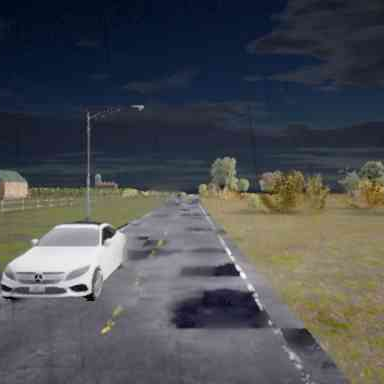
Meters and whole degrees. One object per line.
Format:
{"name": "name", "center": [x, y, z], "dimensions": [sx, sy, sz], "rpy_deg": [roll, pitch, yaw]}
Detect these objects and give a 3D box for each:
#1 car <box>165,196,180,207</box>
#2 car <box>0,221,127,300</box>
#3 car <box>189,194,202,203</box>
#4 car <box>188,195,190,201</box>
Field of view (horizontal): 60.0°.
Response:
{"name": "car", "center": [-2.870, 1.318, 49.216], "dimensions": [2.097, 1.767, 4.553], "rpy_deg": [0, 0, 0]}
{"name": "car", "center": [-2.851, 1.510, 8.453], "dimensions": [1.812, 1.442, 4.674], "rpy_deg": [0, 0, 0]}
{"name": "car", "center": [0.902, 1.538, 67.384], "dimensions": [1.812, 1.442, 4.674], "rpy_deg": [0, 0, 0]}
{"name": "car", "center": [-0.075, 1.421, 85.347], "dimensions": [1.882, 1.535, 5.008], "rpy_deg": [0, 0, 0]}
